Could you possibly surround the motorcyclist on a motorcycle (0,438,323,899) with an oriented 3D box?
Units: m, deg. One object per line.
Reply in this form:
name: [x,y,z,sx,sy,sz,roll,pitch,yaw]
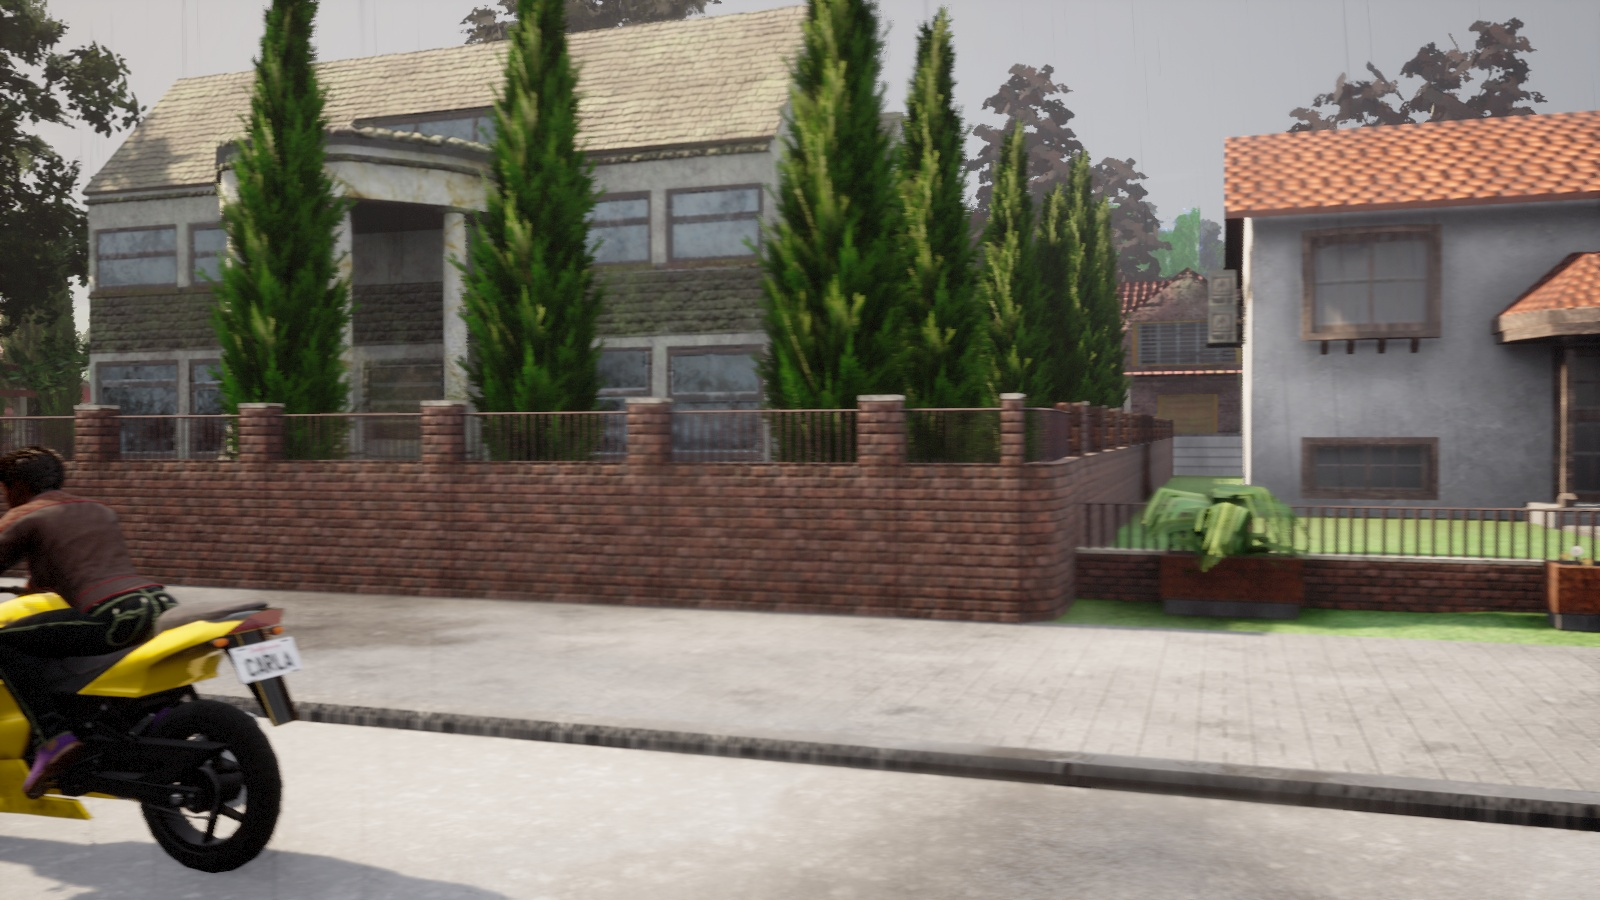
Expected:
motorcyclist on a motorcycle: [-2.901,0.723,4.697,2.044,1.523,0.797,1,1,19]
